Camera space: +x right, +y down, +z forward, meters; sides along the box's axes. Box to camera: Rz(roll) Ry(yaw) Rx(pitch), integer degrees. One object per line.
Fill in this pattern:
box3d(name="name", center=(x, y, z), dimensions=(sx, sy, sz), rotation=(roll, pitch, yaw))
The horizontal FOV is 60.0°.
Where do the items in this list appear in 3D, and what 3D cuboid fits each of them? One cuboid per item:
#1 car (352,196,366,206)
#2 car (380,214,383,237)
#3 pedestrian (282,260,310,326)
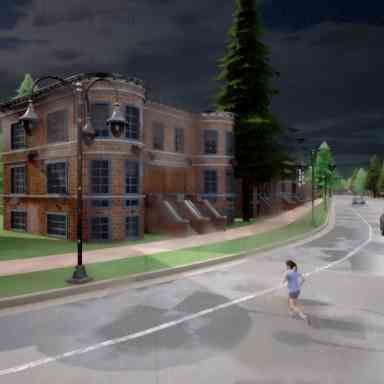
box3d(name="car", center=(28.199, 1.491, 56.256), dimensions=(2.128, 1.511, 4.902), rotation=(0, 0, 24))
box3d(name="car", center=(11.079, 1.601, 17.592), dimensions=(1.895, 1.301, 4.718), rotation=(0, 0, 29))
box3d(name="pedestrian", center=(1.779, 1.674, 5.857), dimensions=(0.500, 1.100, 0.500), rotation=(0, 0, -42))
